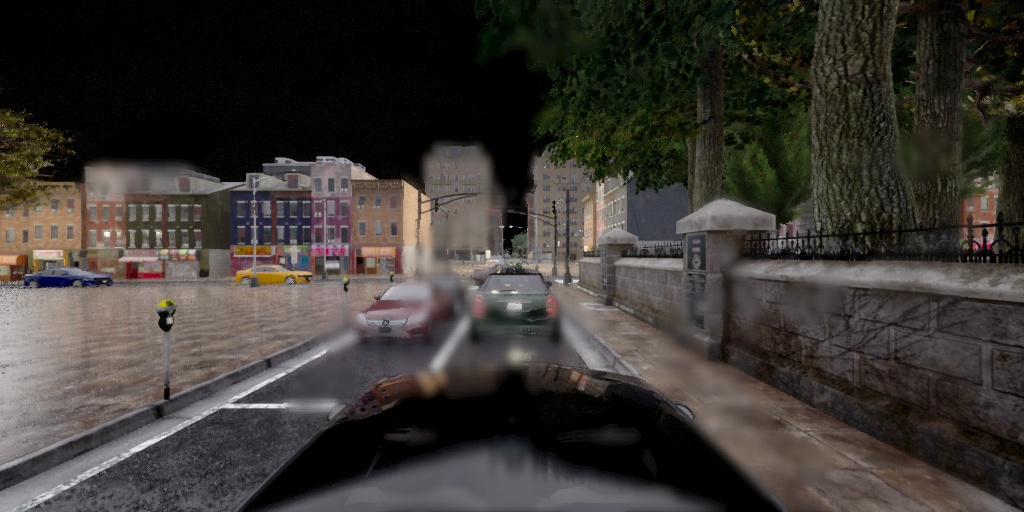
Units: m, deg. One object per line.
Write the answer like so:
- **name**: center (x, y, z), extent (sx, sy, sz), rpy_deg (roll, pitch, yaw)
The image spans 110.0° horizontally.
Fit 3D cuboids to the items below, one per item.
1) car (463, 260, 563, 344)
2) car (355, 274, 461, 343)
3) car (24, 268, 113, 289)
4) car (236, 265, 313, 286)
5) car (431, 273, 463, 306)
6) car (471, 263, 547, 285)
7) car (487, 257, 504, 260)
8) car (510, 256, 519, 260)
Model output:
- **car**: center (0.072, 1.102, 9.727), extent (2.097, 1.767, 4.553), rpy_deg (0, 0, 0)
- **car**: center (-2.639, 1.332, 9.611), extent (1.802, 1.307, 4.207), rpy_deg (0, 0, 0)
- **car**: center (-32.168, 1.616, 26.115), extent (5.008, 1.535, 1.882), rpy_deg (-1, 0, 0)
- **car**: center (-17.247, 1.400, 26.163), extent (5.008, 1.535, 1.882), rpy_deg (-1, 0, 0)
- **car**: center (-2.640, 1.316, 13.274), extent (1.948, 1.339, 4.313), rpy_deg (0, 0, 0)
- **car**: center (-0.218, 1.297, 26.220), extent (5.357, 1.411, 2.033), rpy_deg (0, 0, 0)
- **car**: center (-2.283, 1.221, 41.541), extent (1.882, 1.535, 5.008), rpy_deg (0, 0, 1)
- **car**: center (0.385, 1.094, 52.913), extent (2.097, 1.767, 4.553), rpy_deg (0, 0, 0)
